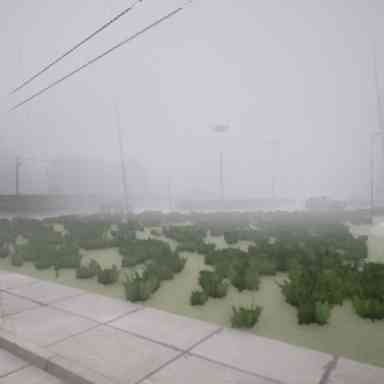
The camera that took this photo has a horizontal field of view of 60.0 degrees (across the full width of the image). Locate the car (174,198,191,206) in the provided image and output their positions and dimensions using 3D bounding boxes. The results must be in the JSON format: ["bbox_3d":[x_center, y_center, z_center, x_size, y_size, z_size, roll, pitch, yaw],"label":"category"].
[{"bbox_3d":[-1.024,1.796,55.004,2.128,1.511,4.902,-1,0,35],"label":"car"}]

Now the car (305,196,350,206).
[{"bbox_3d":[16.235,1.404,40.513,4.605,1.855,1.932,-1,0,35],"label":"car"}]

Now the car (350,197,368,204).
[{"bbox_3d":[28.971,1.617,59.037,3.905,1.438,1.784,-1,0,35],"label":"car"}]

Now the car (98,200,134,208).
[{"bbox_3d":[-9.620,1.810,42.593,1.837,1.490,4.892,-2,-1,42],"label":"car"}]
